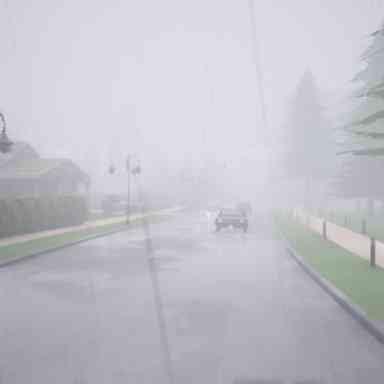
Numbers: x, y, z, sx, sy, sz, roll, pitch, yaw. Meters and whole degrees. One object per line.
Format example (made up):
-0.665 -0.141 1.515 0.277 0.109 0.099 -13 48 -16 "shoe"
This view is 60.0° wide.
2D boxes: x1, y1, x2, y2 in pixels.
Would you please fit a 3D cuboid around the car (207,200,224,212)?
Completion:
3.148 1.762 42.831 1.812 1.442 4.674 0 0 11 "car"

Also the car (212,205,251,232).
2.619 1.709 21.135 1.895 1.301 4.718 0 0 11 "car"

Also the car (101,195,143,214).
-7.541 1.296 34.724 3.866 1.878 1.905 0 0 11 "car"

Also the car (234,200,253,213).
5.837 1.703 37.800 1.837 1.490 4.892 0 0 11 "car"

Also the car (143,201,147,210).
-7.448 1.306 37.267 4.605 1.855 1.932 0 0 11 "car"
